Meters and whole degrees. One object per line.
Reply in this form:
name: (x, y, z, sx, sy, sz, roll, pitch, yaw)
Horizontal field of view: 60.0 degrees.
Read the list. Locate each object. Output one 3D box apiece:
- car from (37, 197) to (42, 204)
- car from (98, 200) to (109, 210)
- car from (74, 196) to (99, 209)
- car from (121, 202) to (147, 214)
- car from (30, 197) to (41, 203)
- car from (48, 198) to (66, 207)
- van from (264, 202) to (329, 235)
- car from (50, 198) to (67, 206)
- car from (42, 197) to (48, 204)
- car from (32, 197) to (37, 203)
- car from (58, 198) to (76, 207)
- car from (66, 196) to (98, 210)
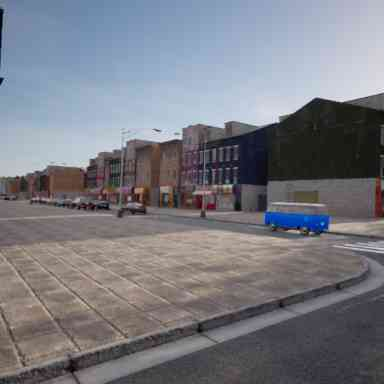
car: (-32.202, 1.951, 73.201, 1.802, 1.307, 4.206, 3, -2, -36)
car: (-13.011, 1.812, 46.598, 1.947, 1.339, 4.313, 3, -2, -36)
car: (-16.202, 1.576, 51.038, 2.192, 1.841, 5.009, 3, -2, -36)
car: (-6.617, 1.807, 37.730, 1.802, 1.307, 4.206, 3, -2, -36)
car: (-38.598, 2.009, 82.068, 1.802, 1.307, 4.206, 3, -2, -36)
car: (-20.672, 1.709, 52.720, 2.033, 1.411, 5.357, 3, -2, -36)
van: (6.183, 1.554, 19.998, 1.690, 1.788, 3.998, 3, -2, -36)
car: (-25.804, 1.885, 64.334, 1.947, 1.339, 4.313, 3, -2, -36)
car: (-29.101, 1.870, 68.907, 1.752, 1.417, 4.829, 3, -2, -36)
car: (-35.395, 1.837, 77.638, 1.967, 1.590, 4.097, 3, -2, -36)
car: (-22.605, 1.842, 59.901, 1.887, 1.381, 4.507, 3, -2, -36)
car: (-14.846, 1.488, 44.746, 2.097, 1.767, 4.553, 3, -2, -35)
